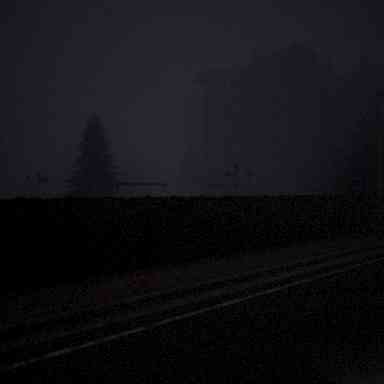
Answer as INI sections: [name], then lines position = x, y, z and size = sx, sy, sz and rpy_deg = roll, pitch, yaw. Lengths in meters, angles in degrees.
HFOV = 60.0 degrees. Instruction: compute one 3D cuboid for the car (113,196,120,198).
[car]
position = -12.584, 1.267, 54.745
size = 1.882, 1.535, 5.008
rpy_deg = 0, 0, -39
